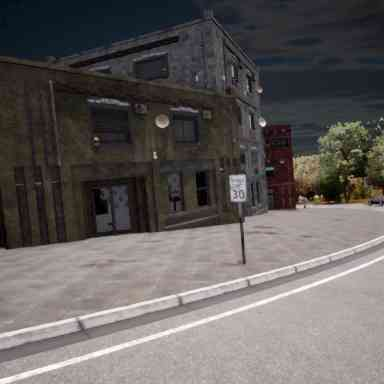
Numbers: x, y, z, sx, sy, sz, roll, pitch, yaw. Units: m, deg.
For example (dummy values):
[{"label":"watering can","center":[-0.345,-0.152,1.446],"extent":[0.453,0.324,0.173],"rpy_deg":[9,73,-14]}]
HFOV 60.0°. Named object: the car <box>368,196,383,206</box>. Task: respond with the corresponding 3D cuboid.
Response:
[{"label":"car","center":[28.972,1.394,51.141],"extent":[2.128,1.511,4.902],"rpy_deg":[-5,-2,-1]}]
